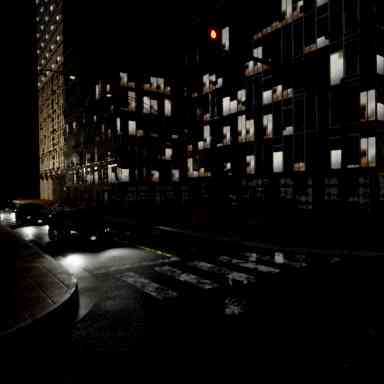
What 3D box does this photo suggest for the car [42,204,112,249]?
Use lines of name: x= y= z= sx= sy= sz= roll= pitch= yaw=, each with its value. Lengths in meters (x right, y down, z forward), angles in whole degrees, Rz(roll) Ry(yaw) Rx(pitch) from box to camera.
car: x=-5.080 y=1.484 z=14.693 sx=1.812 sy=1.442 sz=4.674 roll=-1 pitch=1 yaw=-34

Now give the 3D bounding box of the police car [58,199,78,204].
police car: x=-10.702 y=1.389 z=28.029 sx=2.038 sy=1.542 sz=4.974 roll=-1 pitch=1 yaw=-35

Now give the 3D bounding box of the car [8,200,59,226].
car: x=-11.276 y=1.491 z=23.485 sx=2.033 sy=1.411 sz=5.357 roll=-1 pitch=1 yaw=-35

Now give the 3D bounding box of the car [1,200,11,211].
car: x=-20.566 y=1.521 z=36.700 sx=1.895 sy=1.301 sz=4.718 roll=-1 pitch=1 yaw=-35
